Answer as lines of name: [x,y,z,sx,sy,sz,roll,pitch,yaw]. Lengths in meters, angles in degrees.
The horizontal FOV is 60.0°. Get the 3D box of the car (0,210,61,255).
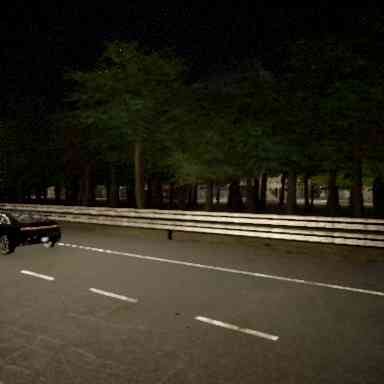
car: [-7.256,1.494,13.354,4.902,1.511,2.128,0,0,36]
